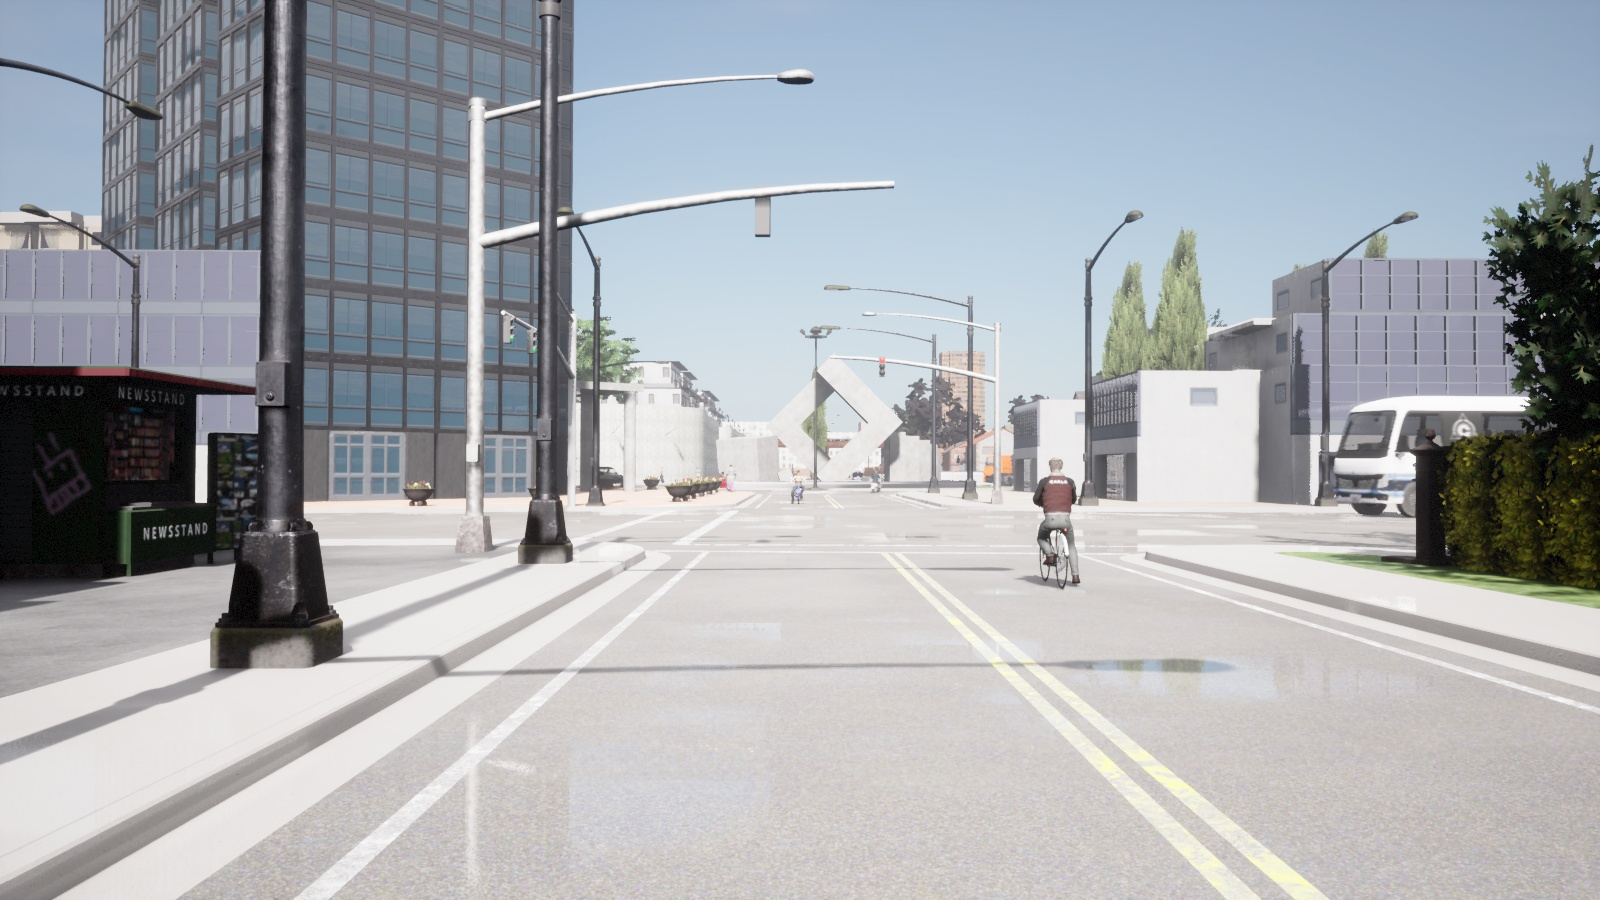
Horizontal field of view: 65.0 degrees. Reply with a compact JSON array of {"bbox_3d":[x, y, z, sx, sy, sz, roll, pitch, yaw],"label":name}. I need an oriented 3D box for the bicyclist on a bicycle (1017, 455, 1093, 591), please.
[{"bbox_3d":[3.485,0.961,17.280,0.659,1.776,1.843,0,-1,0],"label":"bicyclist on a bicycle"}]

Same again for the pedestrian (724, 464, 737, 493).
[{"bbox_3d":[-4.575,1.877,82.783,0.659,1.952,0.873,0,-1,-14],"label":"pedestrian"}]

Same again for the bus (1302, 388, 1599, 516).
[{"bbox_3d":[23.634,0.042,44.445,10.273,4.253,3.944,0,0,-9],"label":"bus"}]
